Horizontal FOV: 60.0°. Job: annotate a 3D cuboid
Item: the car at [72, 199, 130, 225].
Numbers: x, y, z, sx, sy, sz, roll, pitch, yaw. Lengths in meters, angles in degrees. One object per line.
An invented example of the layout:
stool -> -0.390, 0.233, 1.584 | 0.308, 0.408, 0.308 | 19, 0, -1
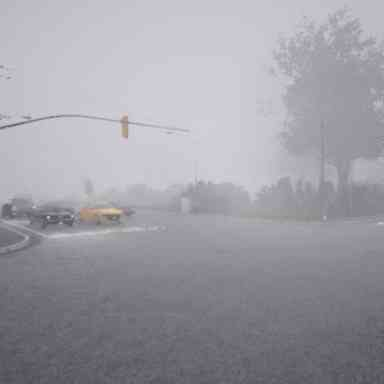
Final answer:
car -> -6.771, 1.485, 24.411 | 1.882, 1.535, 5.008 | 0, 0, -39

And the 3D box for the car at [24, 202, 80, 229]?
car -> -9.401, 1.605, 22.092 | 1.895, 1.301, 4.718 | 0, 0, -39

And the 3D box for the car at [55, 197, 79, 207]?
car -> -19.476, 1.559, 51.743 | 2.033, 1.411, 5.357 | 0, 0, -38

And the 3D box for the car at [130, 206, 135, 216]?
car -> -7.239, 1.557, 30.949 | 2.033, 1.411, 5.357 | 0, 0, -39

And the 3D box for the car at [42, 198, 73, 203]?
car -> -12.914, 1.554, 32.062 | 2.033, 1.411, 5.357 | 0, 0, -39

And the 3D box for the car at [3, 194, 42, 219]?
car -> -15.105, 1.356, 29.199 | 2.097, 1.767, 4.553 | 0, 0, -39
